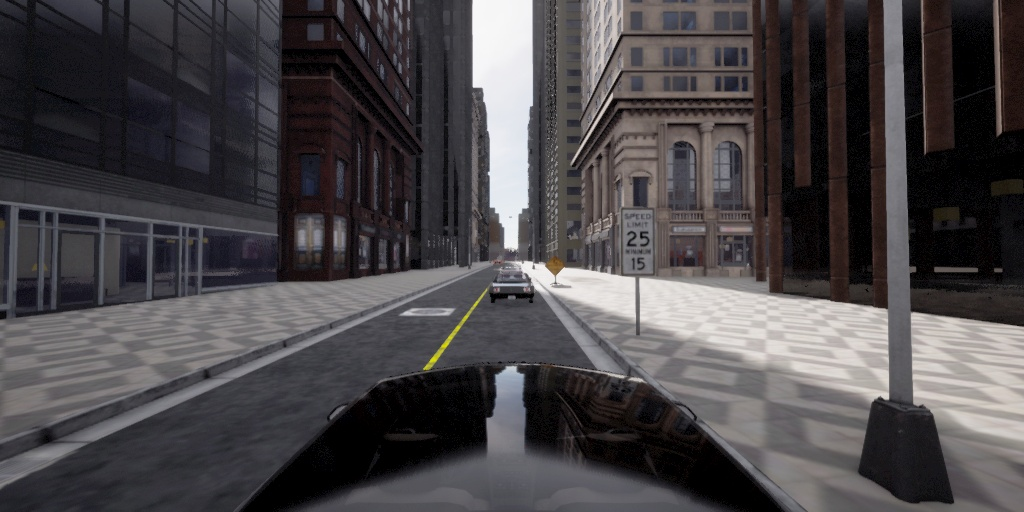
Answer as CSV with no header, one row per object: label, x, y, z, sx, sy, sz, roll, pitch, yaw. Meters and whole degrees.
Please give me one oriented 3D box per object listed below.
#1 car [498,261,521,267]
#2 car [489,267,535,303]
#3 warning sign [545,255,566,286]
car,-0.001,1.395,31.536,1.895,1.301,4.718,0,0,0
car,-0.001,1.376,16.533,1.895,1.301,4.718,0,0,0
warning sign,2.717,0.880,22.376,1.300,1.860,1.060,0,0,0
